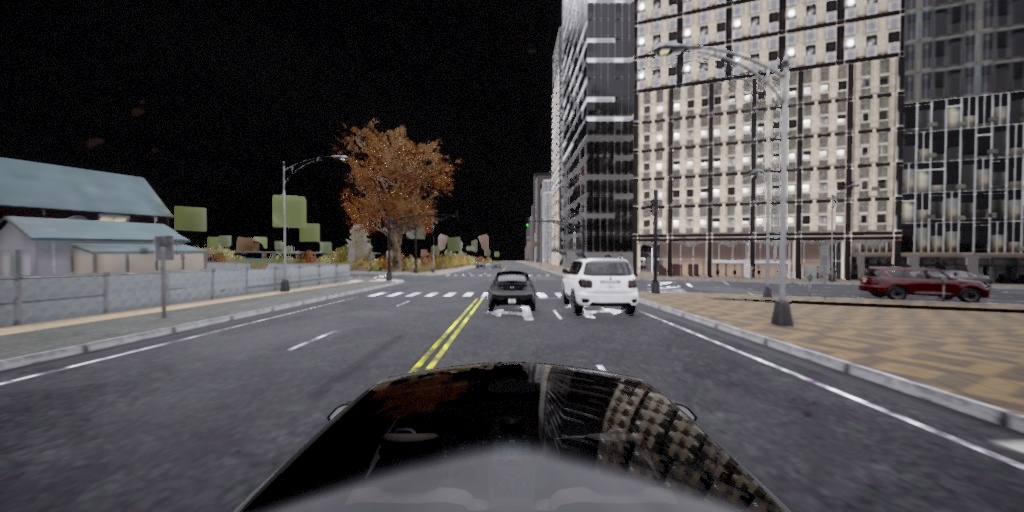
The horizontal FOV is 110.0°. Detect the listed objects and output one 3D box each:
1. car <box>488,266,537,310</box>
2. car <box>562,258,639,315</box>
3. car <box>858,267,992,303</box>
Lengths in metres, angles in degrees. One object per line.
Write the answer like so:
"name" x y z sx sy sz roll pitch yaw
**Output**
"car" 0.016 1.382 15.362 1.837 1.490 4.892 0 0 0
"car" 3.321 1.091 14.418 2.150 2.045 5.566 0 0 2
"car" 23.020 1.568 20.347 5.009 1.841 2.192 0 0 20
